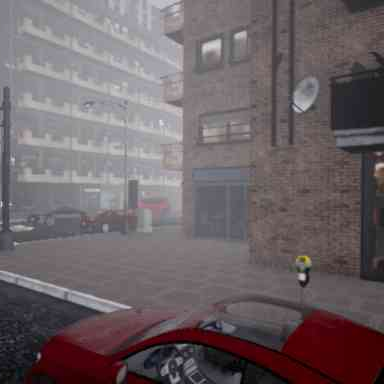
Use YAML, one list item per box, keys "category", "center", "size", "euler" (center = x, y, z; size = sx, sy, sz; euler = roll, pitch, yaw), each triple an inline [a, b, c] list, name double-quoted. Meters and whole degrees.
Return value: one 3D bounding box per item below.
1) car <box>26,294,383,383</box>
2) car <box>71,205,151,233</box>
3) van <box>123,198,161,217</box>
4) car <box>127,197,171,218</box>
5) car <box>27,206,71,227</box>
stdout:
- category: "car"
  center: [0.337, 1.581, 2.760]
  size: [4.206, 1.307, 1.802]
  euler: [0, 0, 36]
- category: "car"
  center: [-5.049, 1.748, 21.255]
  size: [1.887, 1.381, 4.507]
  euler: [0, -1, 36]
- category: "van"
  center: [-5.230, 1.595, 35.373]
  size: [1.690, 1.788, 3.998]
  euler: [0, -1, 36]
- category: "car"
  center: [-4.354, 1.475, 32.165]
  size: [2.150, 2.045, 5.566]
  euler: [1, 0, 36]
- category: "car"
  center: [-9.833, 1.717, 24.530]
  size: [1.994, 1.385, 4.181]
  euler: [1, 0, 36]
